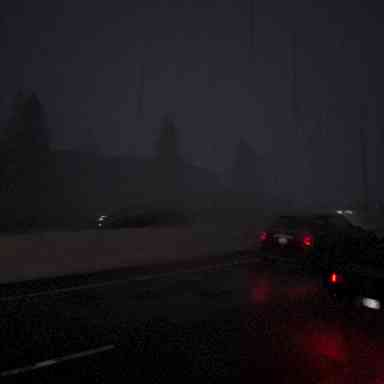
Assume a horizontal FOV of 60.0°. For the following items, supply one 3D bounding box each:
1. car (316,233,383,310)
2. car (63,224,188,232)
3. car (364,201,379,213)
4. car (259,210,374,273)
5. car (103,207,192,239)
[{"bbox_3d":[4.938,1.683,7.175,4.718,1.301,1.895,0,-1,-37],"label":"car"},{"bbox_3d":[-2.958,1.715,14.603,5.357,1.411,2.033,0,-1,-36],"label":"car"},{"bbox_3d":[25.061,2.026,46.450,1.837,1.490,4.892,0,-1,28],"label":"car"},{"bbox_3d":[4.381,1.480,11.221,4.553,1.767,2.097,0,-1,-38],"label":"car"},{"bbox_3d":[-2.472,1.727,19.412,4.892,1.490,1.837,0,-1,-38],"label":"car"}]
